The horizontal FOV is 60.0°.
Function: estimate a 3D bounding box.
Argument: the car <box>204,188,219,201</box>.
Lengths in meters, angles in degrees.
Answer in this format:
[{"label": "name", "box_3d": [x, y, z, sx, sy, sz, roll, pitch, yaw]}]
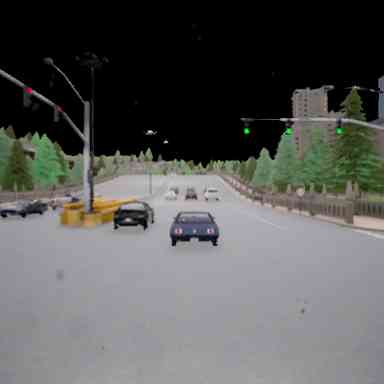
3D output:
[{"label": "car", "box_3d": [3.382, 0.377, 56.781, 2.150, 2.045, 5.566, 0, 4, 0]}]

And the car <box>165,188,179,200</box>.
[{"label": "car", "box_3d": [-3.626, 0.591, 58.101, 1.812, 1.442, 4.674, 0, 4, 0]}]

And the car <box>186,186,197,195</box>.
[{"label": "car", "box_3d": [-0.185, -0.348, 68.332, 2.128, 1.511, 4.902, 0, 7, 0]}]

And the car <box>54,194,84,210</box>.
[{"label": "car", "box_3d": [-14.085, 1.253, 37.604, 1.812, 1.442, 4.674, 0, 0, 0]}]

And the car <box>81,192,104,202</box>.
[{"label": "car", "box_3d": [-14.066, 1.058, 47.788, 1.882, 1.535, 5.008, 0, 2, 0]}]

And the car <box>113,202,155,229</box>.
[{"label": "car", "box_3d": [-3.405, 1.330, 20.226, 1.882, 1.535, 5.008, 0, 0, 0]}]

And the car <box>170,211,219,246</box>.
[{"label": "car", "box_3d": [0.097, 1.493, 14.725, 1.895, 1.301, 4.718, 0, 0, 0]}]

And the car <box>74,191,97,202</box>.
[{"label": "car", "box_3d": [-17.609, 0.740, 55.186, 2.128, 1.511, 4.902, 0, 3, 0]}]

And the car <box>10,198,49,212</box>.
[{"label": "car", "box_3d": [-17.588, 1.338, 36.200, 1.895, 1.301, 4.718, 0, 0, 0]}]

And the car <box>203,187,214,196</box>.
[{"label": "car", "box_3d": [3.321, -0.133, 67.244, 1.895, 1.301, 4.718, 0, 6, 0]}]

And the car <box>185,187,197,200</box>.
[{"label": "car", "box_3d": [-0.126, 0.414, 58.153, 2.097, 1.767, 4.553, 0, 4, 0]}]

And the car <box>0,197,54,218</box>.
[{"label": "car", "box_3d": [-14.103, 1.343, 28.200, 2.033, 1.411, 5.357, 0, 0, 0]}]
